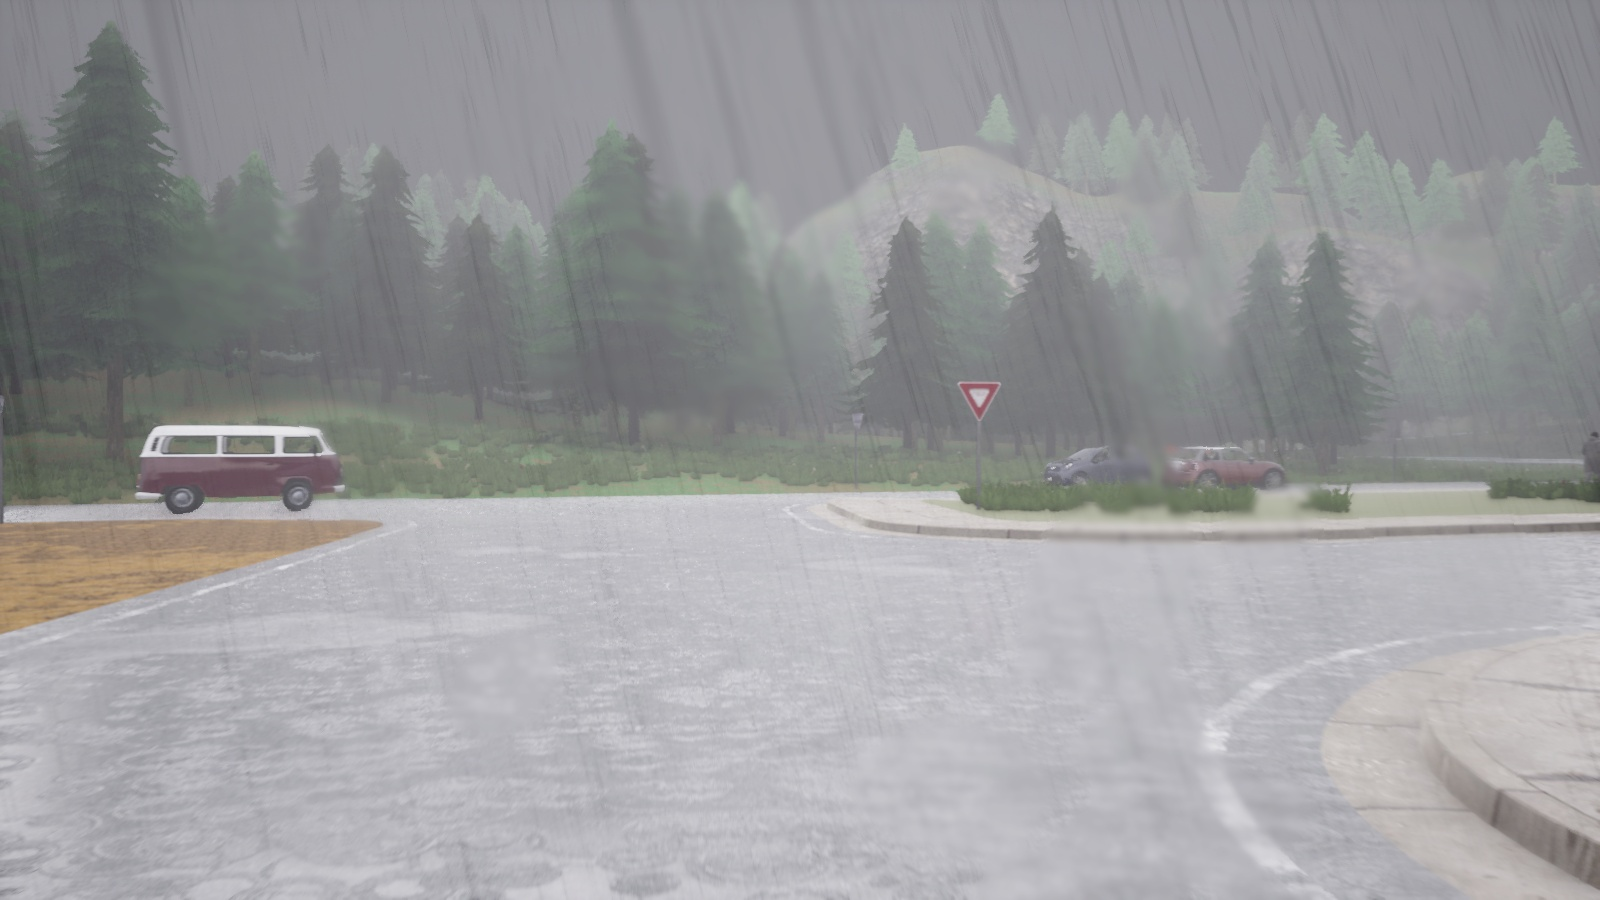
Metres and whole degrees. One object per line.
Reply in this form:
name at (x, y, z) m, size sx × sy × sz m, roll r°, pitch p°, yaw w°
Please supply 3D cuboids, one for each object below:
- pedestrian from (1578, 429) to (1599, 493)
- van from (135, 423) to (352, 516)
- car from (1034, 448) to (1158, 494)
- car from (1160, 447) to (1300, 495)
pedestrian at (24.598, 0.330, 38.730) m, size 0.873 × 1.952 × 0.659 m, roll 0°, pitch 0°, yaw -26°
van at (-12.948, 0.411, 29.498) m, size 4.480 × 2.038 × 2.069 m, roll 0°, pitch 0°, yaw -21°
car at (9.910, 0.678, 42.104) m, size 3.633 × 1.501 × 1.845 m, roll 0°, pitch 0°, yaw -21°
car at (13.605, 0.635, 39.782) m, size 3.806 × 1.475 × 1.970 m, roll 0°, pitch 0°, yaw -21°
